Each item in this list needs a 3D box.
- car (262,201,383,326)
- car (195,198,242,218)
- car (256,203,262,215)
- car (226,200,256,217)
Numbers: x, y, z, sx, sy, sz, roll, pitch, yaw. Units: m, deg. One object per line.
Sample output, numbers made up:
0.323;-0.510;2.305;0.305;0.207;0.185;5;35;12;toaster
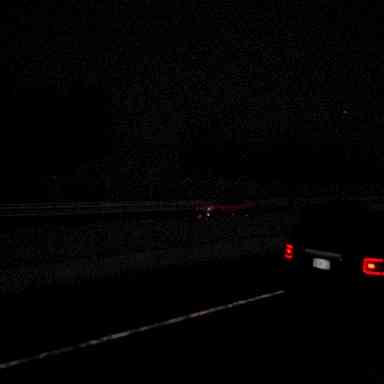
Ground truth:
4.203;1.207;6.746;5.566;2.045;2.150;0;0;-36;car
2.469;1.320;27.252;4.553;1.767;2.097;0;0;-35;car
6.842;1.459;21.774;4.902;1.511;2.128;0;0;-35;car
5.416;1.514;25.057;5.357;1.411;2.033;0;0;-36;car
